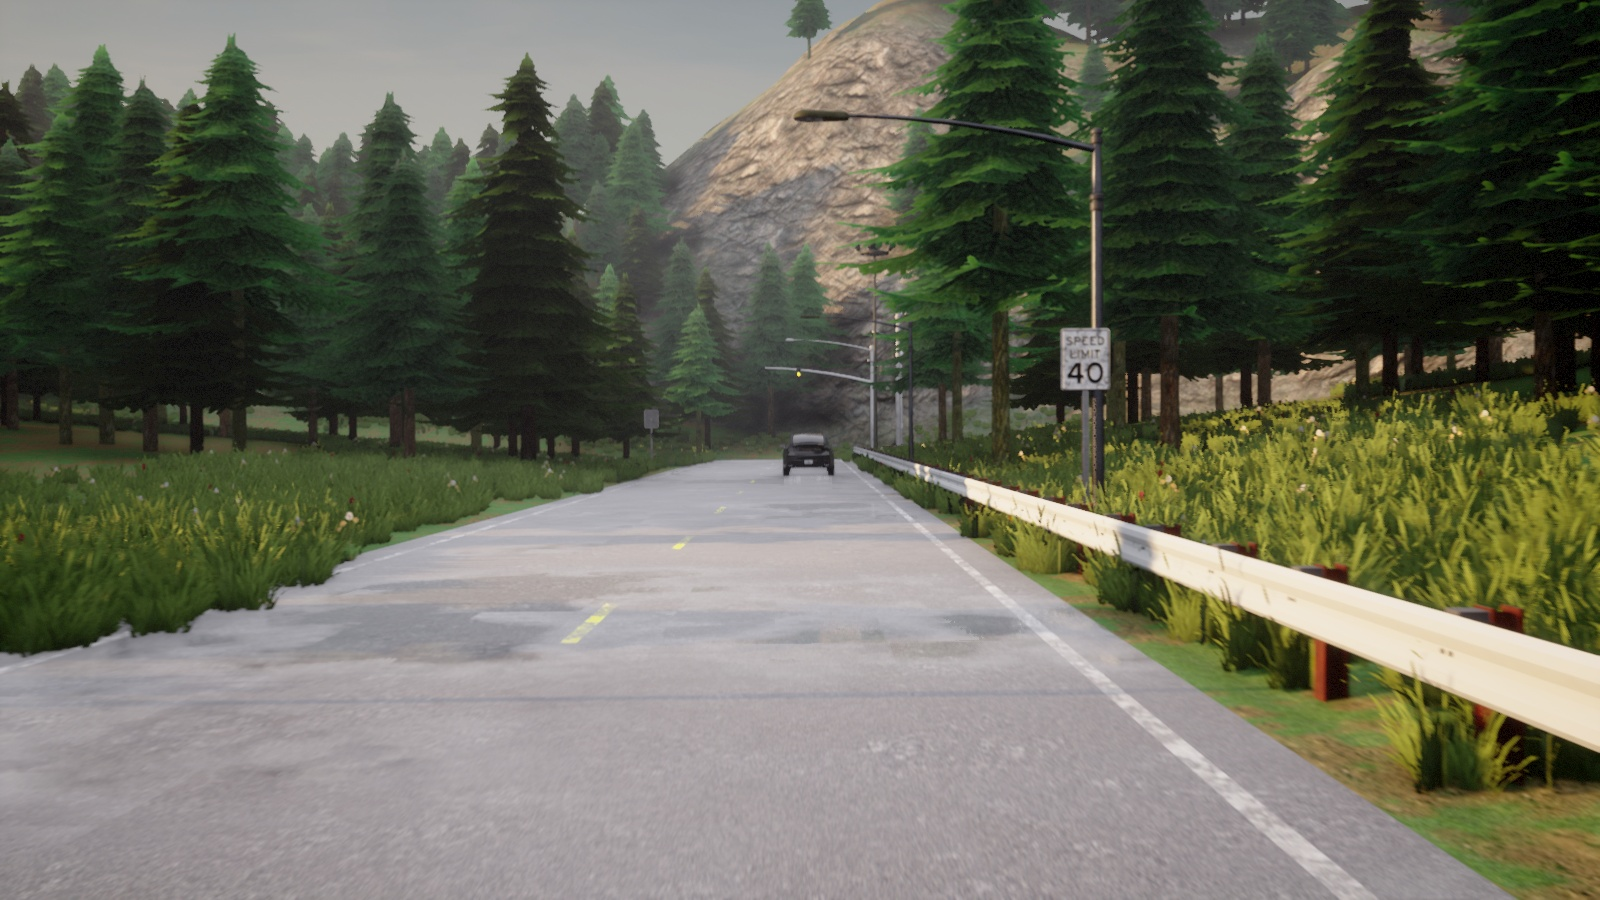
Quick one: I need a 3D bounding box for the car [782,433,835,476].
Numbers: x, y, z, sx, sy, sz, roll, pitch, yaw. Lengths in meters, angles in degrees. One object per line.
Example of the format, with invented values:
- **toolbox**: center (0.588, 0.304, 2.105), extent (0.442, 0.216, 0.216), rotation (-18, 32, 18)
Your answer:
- **car**: center (0.319, 0.133, 46.213), extent (1.837, 1.490, 4.892), rotation (0, 1, 0)
